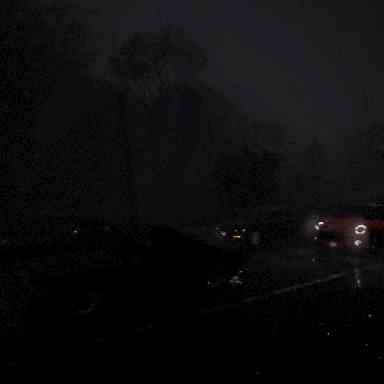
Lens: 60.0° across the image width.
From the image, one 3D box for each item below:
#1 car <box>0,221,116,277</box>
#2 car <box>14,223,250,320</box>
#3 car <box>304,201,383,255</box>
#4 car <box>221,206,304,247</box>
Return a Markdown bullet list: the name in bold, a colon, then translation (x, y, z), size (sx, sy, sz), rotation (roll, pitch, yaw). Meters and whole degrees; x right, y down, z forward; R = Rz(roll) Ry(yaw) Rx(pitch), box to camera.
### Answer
- **car**: translation (-3.506, 1.587, 10.025), size (4.718, 1.301, 1.895), rotation (0, 0, -35)
- **car**: translation (-1.131, 1.585, 7.421), size (4.718, 1.301, 1.895), rotation (0, 0, -35)
- **car**: translation (6.838, 1.268, 13.084), size (4.553, 1.767, 2.097), rotation (0, 0, -35)
- **car**: translation (3.264, 1.434, 14.856), size (4.892, 1.490, 1.837), rotation (-1, 0, -35)
